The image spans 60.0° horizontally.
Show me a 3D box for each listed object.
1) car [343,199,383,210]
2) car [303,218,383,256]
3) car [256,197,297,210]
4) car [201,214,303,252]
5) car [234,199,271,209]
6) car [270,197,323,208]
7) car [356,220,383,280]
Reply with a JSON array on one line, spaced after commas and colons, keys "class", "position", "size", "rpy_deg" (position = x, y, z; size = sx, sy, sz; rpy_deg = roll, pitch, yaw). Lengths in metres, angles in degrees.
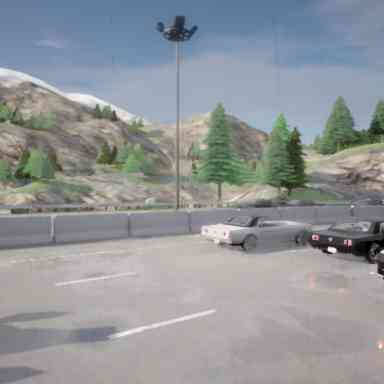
[{"class": "car", "position": [17.385, 1.432, 33.328], "size": [5.008, 1.535, 1.882], "rpy_deg": [0, 0, -23]}, {"class": "car", "position": [6.448, 1.584, 11.893], "size": [4.718, 1.301, 1.895], "rpy_deg": [0, 0, -31]}, {"class": "car", "position": [10.663, 1.431, 41.831], "size": [4.892, 1.490, 1.837], "rpy_deg": [0, 0, -24]}, {"class": "car", "position": [2.834, 1.575, 13.802], "size": [4.718, 1.301, 1.895], "rpy_deg": [0, 0, -32]}, {"class": "car", "position": [7.305, 1.480, 36.418], "size": [5.357, 1.411, 2.033], "rpy_deg": [0, 0, -26]}, {"class": "car", "position": [11.130, 1.490, 34.377], "size": [5.357, 1.411, 2.033], "rpy_deg": [0, 0, -25]}, {"class": "car", "position": [6.299, 1.484, 7.693], "size": [4.902, 1.511, 2.128], "rpy_deg": [0, 0, -32]}]
